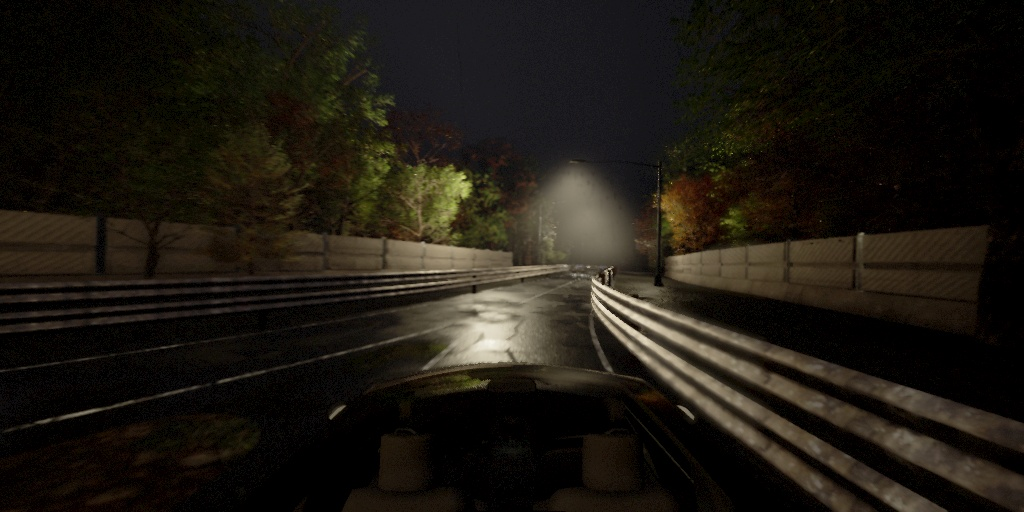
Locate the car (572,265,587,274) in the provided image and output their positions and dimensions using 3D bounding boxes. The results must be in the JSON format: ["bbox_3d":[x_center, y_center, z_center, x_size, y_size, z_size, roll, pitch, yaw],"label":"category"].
[{"bbox_3d":[10.233,1.998,53.994,2.033,1.411,5.357,1,-1,18],"label":"car"}]

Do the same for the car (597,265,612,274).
[{"bbox_3d":[14.346,2.129,56.171,2.033,1.411,5.357,1,-1,17],"label":"car"}]
